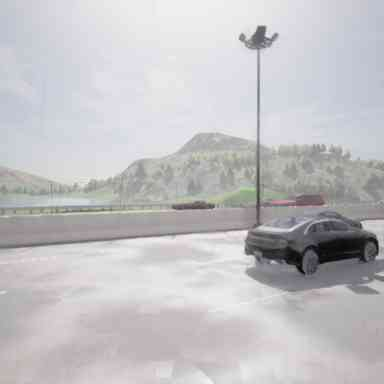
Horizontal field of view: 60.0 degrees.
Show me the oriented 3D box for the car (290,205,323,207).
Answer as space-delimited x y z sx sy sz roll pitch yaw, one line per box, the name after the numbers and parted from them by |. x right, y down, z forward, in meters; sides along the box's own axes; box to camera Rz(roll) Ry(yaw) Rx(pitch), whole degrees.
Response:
6.206 1.538 15.868 4.181 1.385 1.994 0 0 -31 | car

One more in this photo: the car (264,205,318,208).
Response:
9.471 1.170 29.917 5.566 2.045 2.150 0 0 -27 | car

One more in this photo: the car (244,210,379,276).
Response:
3.836 1.474 10.336 4.902 1.511 2.128 0 0 -32 | car
